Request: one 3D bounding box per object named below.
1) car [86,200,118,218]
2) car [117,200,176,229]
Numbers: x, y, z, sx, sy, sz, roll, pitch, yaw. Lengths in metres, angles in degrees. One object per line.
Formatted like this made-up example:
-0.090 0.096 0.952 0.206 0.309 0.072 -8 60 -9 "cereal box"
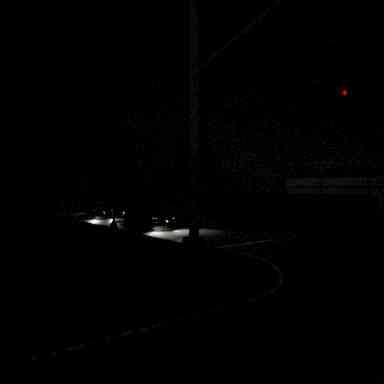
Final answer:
-8.424 1.505 30.059 1.837 1.490 4.892 0 0 -26 "car"
-2.897 1.505 21.814 1.837 1.490 4.892 0 0 -36 "car"
